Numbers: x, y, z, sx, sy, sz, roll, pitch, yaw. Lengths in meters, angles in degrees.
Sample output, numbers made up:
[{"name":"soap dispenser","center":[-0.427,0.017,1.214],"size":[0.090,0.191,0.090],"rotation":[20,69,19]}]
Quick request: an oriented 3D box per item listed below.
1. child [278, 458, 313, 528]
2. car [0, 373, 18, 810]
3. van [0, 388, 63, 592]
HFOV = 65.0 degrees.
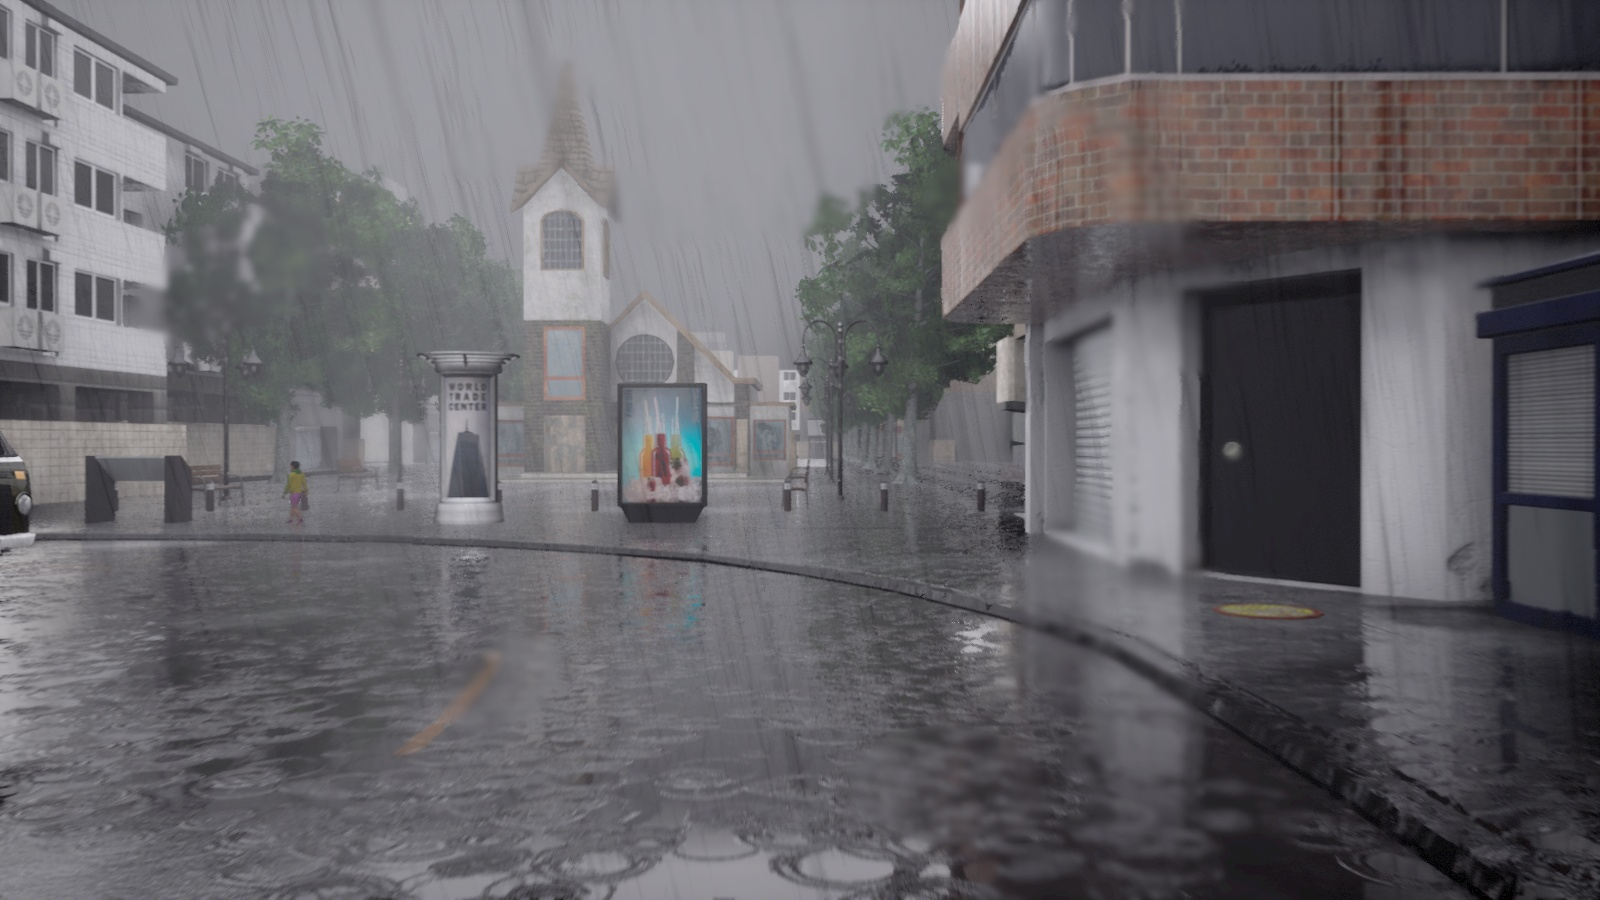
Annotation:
[{"name":"child","center":[-8.425,0.713,20.970],"size":[0.473,1.160,0.299],"rotation":[0,0,20]},{"name":"car","center":[-4.033,0.586,2.842],"size":[2.097,1.767,4.553],"rotation":[0,0,-7]},{"name":"van","center":[-10.254,0.392,12.757],"size":[4.480,2.038,2.069],"rotation":[0,0,10]}]
